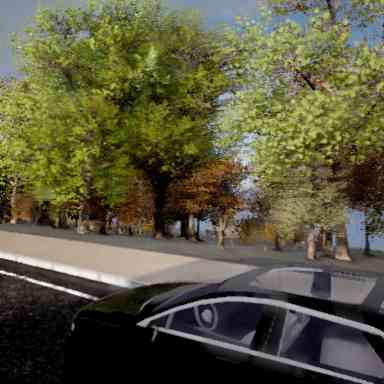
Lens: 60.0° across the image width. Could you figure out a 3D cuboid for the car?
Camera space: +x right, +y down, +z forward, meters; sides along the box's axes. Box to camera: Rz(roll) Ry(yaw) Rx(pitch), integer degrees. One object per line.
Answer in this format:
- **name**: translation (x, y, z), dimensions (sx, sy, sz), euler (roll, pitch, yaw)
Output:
- **car**: translation (0.792, 1.492, 3.119), dimensions (4.902, 1.511, 2.128), euler (0, 0, 35)
